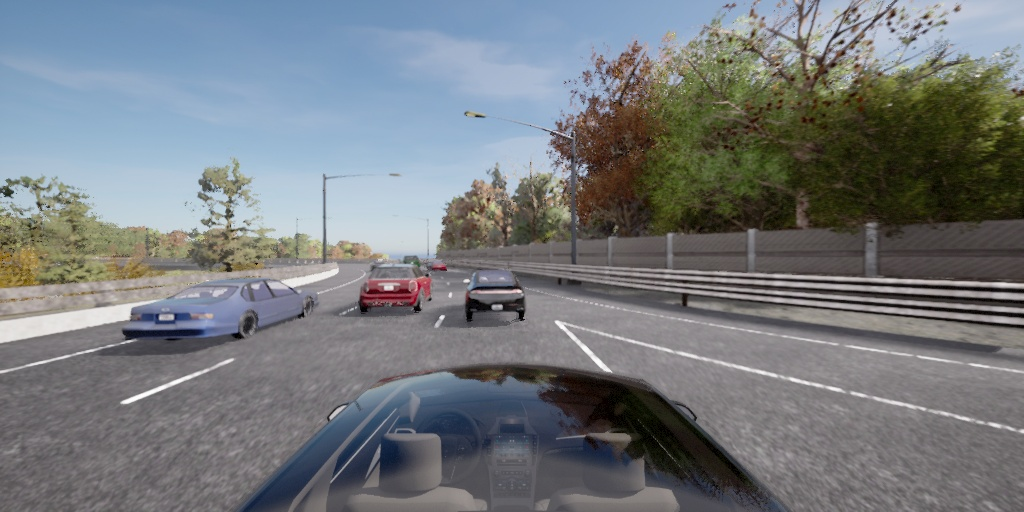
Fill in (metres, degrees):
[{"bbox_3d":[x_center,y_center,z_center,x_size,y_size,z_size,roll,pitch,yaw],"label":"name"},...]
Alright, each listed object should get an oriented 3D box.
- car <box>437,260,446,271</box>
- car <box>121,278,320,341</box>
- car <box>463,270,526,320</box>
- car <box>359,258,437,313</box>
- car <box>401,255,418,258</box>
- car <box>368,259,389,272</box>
[{"bbox_3d":[-9.973,1.252,47.085,1.994,1.385,4.181,0,0,-24],"label":"car"},{"bbox_3d":[-7.371,1.305,9.919,2.033,1.411,5.357,0,0,-5],"label":"car"},{"bbox_3d":[-0.667,1.221,12.482,2.128,1.511,4.902,0,0,-6],"label":"car"},{"bbox_3d":[-4.385,1.090,14.205,2.097,1.767,4.553,0,0,-6],"label":"car"},{"bbox_3d":[-13.259,0.923,46.024,2.150,2.045,5.566,0,0,-24],"label":"car"},{"bbox_3d":[-17.284,1.206,46.325,2.128,1.511,4.902,0,0,-25],"label":"car"}]
